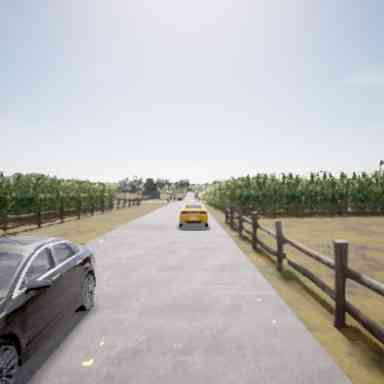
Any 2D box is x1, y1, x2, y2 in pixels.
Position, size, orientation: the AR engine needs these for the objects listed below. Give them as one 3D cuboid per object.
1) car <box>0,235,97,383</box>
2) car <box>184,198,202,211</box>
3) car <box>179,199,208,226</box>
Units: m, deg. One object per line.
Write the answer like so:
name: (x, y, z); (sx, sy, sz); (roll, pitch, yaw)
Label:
car: (-2.842, 1.485, 4.876); (2.128, 1.511, 4.902); (0, 0, 0)
car: (0.120, 1.570, 42.116); (2.128, 1.511, 4.902); (0, 0, 0)
car: (0.108, 1.484, 23.294); (1.882, 1.535, 5.008); (0, 0, 0)
